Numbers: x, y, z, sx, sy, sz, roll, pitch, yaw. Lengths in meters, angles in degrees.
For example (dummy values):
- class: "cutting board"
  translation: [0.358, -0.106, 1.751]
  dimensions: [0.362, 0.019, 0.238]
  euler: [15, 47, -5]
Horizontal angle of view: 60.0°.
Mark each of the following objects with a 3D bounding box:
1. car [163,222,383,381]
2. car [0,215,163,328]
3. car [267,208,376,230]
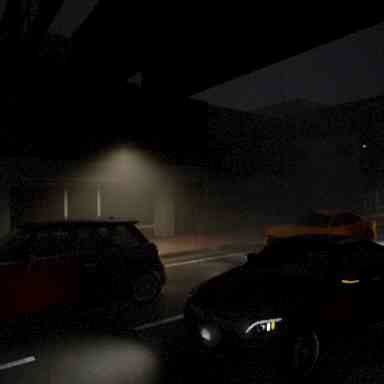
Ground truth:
- class: "car"
  translation: [2.037, 1.481, 5.546]
  dimensions: [4.674, 1.442, 1.812]
  euler: [-1, 0, -37]
- class: "car"
  translation: [-2.807, 1.342, 6.291]
  dimensions: [4.553, 1.767, 2.097]
  euler: [-1, 0, -37]
- class: "car"
  translation: [4.684, 1.379, 11.903]
  dimensions: [5.008, 1.535, 1.882]
  euler: [-1, 0, -37]
